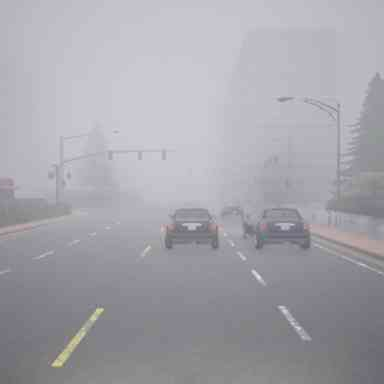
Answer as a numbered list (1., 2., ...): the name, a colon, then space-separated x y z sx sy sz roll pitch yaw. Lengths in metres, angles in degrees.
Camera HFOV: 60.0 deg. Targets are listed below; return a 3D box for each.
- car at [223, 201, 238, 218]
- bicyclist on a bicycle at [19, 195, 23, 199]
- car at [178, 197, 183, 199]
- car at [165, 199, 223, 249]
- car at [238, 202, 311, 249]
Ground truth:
1. car: 3.500 1.532 29.650 1.812 1.442 4.674 0 0 0
2. bicyclist on a bicycle: -27.886 1.244 54.094 0.582 1.620 1.656 0 0 0
3. car: 0.000 1.494 29.650 2.128 1.511 4.902 0 0 0
4. car: 0.000 1.365 14.620 2.097 1.767 4.553 0 0 0
5. car: 3.500 1.365 14.620 2.097 1.767 4.553 0 0 0
